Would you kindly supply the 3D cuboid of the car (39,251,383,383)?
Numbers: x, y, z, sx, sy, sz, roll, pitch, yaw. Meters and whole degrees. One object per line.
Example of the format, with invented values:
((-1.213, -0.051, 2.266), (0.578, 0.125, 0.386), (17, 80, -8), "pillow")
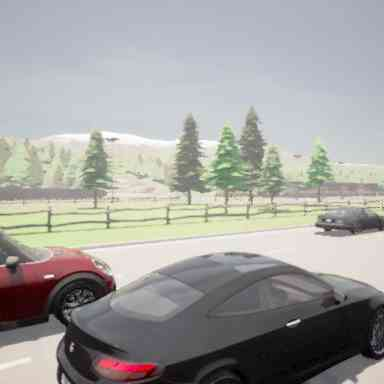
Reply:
((0.766, 1.527, 4.293), (4.674, 1.442, 1.812), (0, 0, -36), "car")

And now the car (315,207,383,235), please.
((9.223, 1.552, 18.924), (5.357, 1.411, 2.033), (0, 0, -36), "car")

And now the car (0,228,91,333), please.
((-3.585, 1.352, 5.489), (4.553, 1.767, 2.097), (0, 0, -36), "car")
